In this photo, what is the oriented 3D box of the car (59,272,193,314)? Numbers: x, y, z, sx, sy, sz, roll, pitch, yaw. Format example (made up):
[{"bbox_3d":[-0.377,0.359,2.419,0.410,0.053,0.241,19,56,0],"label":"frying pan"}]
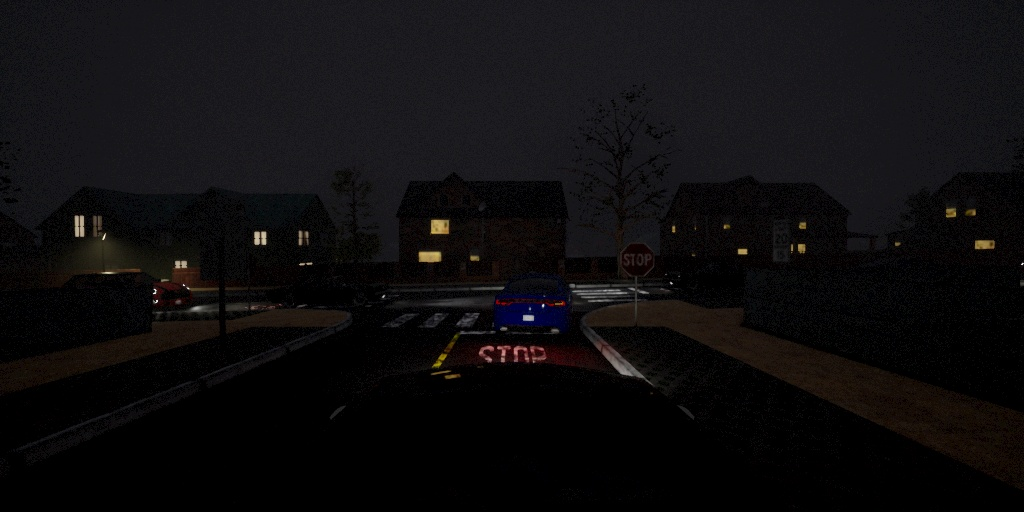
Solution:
[{"bbox_3d":[-16.795,1.472,15.618,4.553,1.767,2.097,-1,1,0],"label":"car"}]

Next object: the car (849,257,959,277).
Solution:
[{"bbox_3d":[20.061,0.753,18.578,5.357,1.411,2.033,-1,1,0],"label":"car"}]

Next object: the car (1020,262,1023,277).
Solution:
[{"bbox_3d":[29.571,0.335,18.567,4.553,1.767,2.097,-1,1,0],"label":"car"}]

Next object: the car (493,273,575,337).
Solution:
[{"bbox_3d":[0.789,1.226,10.413,1.882,1.535,5.008,0,0,10],"label":"car"}]

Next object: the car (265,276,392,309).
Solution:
[{"bbox_3d":[-7.807,1.506,15.623,4.718,1.301,1.895,-1,1,0],"label":"car"}]

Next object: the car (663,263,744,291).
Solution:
[{"bbox_3d":[10.416,1.034,18.545,4.718,1.301,1.895,-1,1,-1],"label":"car"}]
